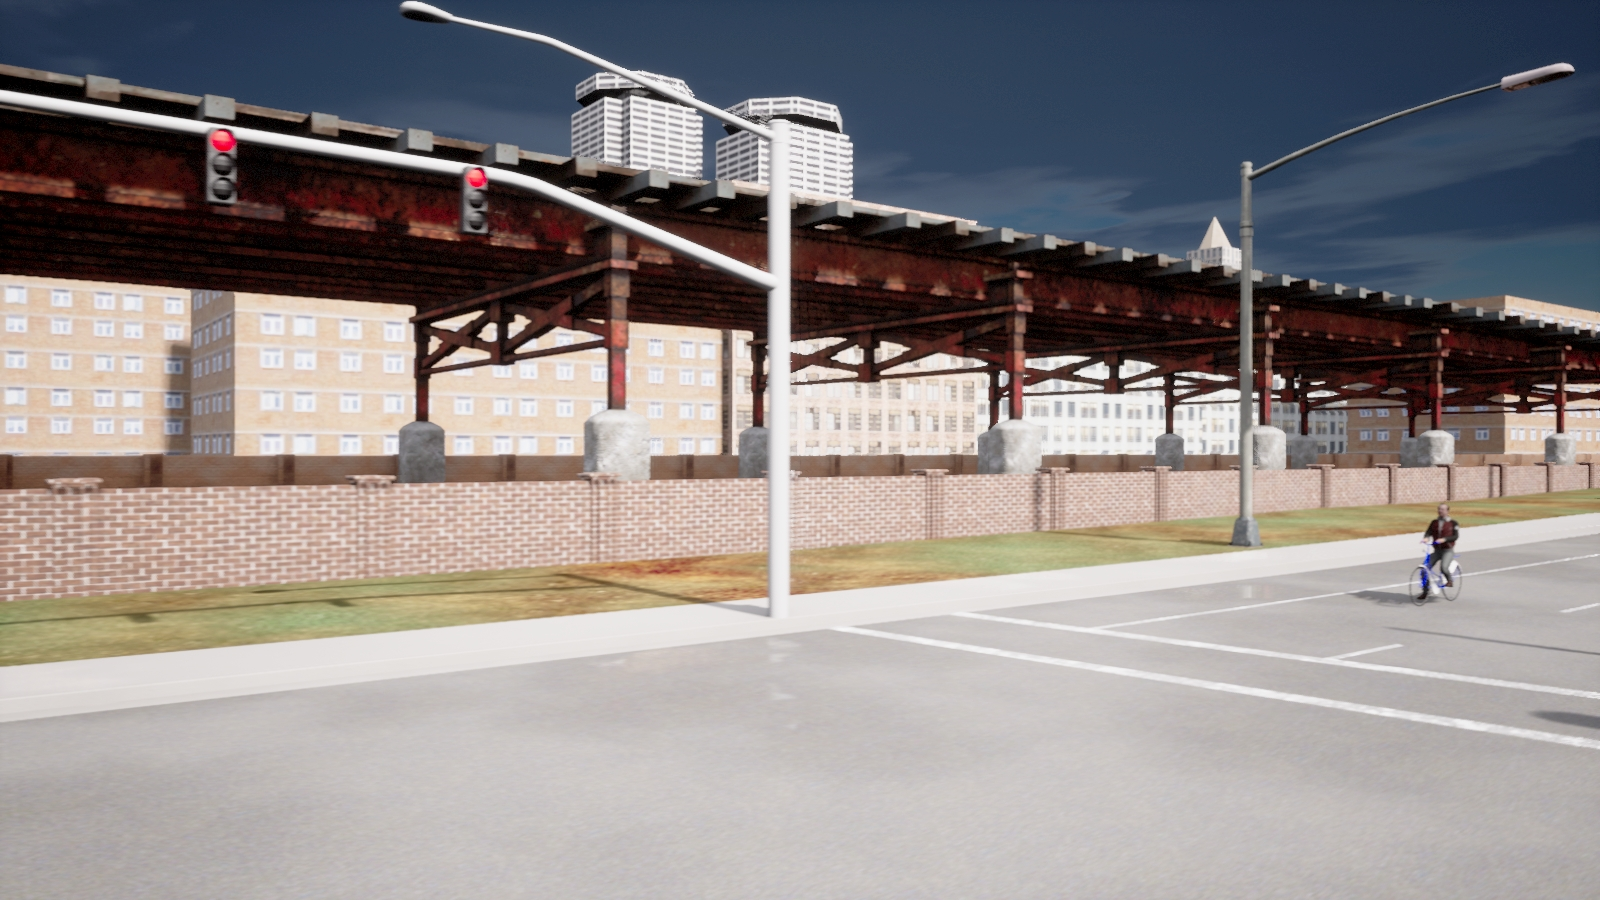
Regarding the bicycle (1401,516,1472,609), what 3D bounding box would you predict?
[{"bbox_3d":[11.264,1.960,20.205,1.835,1.496,0.329,0,0,-35],"label":"bicycle"}]
